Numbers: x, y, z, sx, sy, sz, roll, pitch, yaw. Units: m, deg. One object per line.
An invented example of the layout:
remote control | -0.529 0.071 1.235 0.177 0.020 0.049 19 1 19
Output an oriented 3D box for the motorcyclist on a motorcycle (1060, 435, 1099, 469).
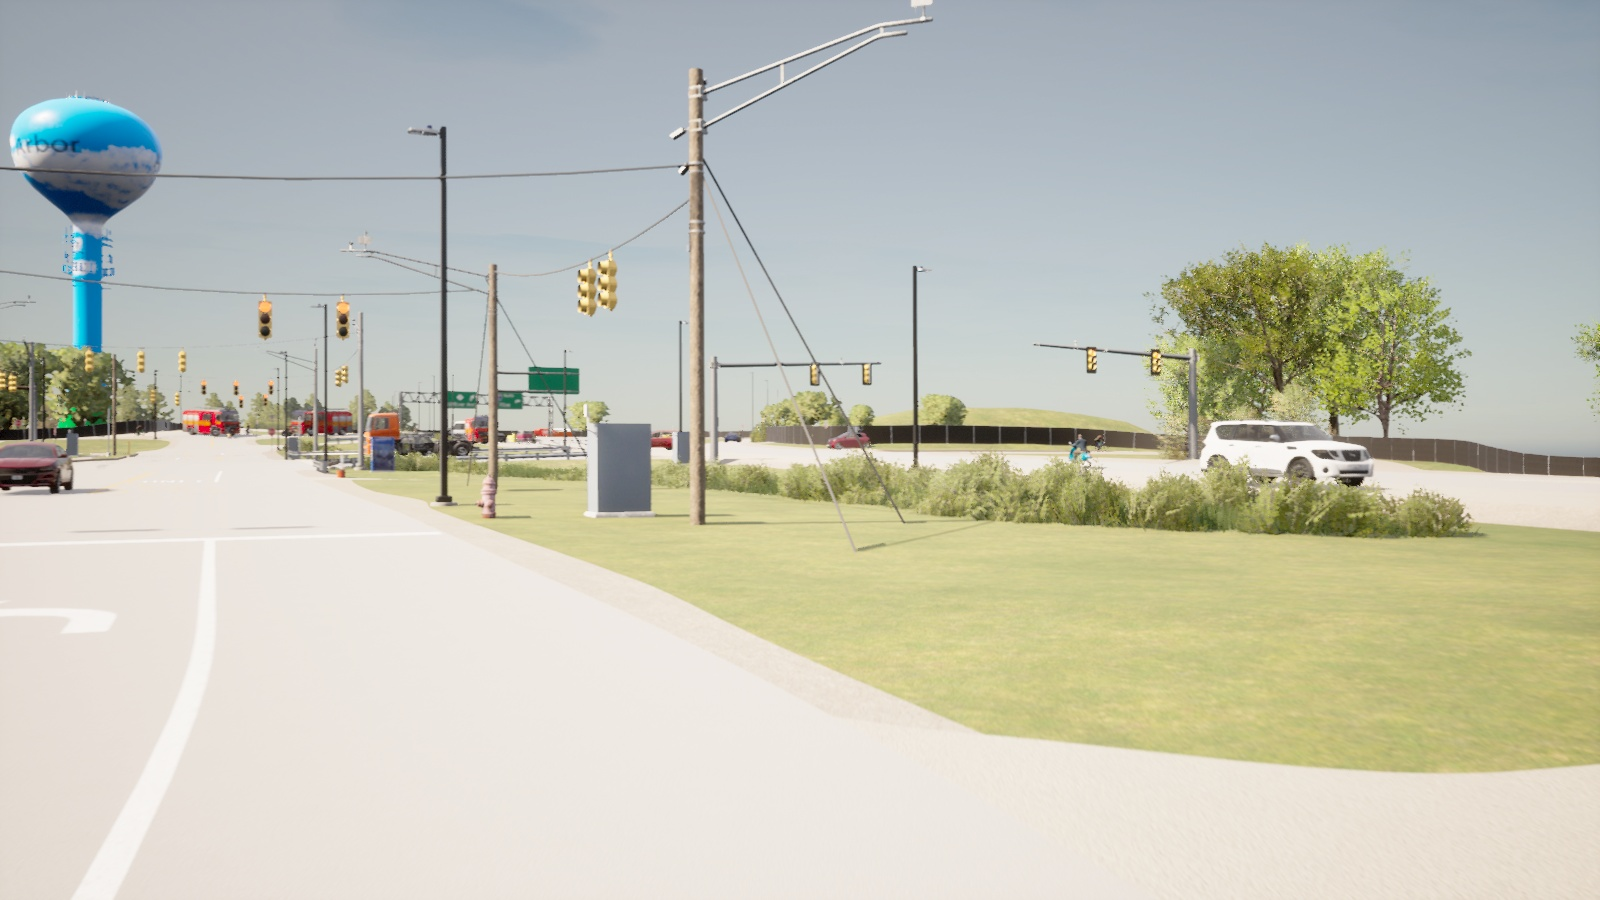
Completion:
motorcyclist on a motorcycle | 13.074 0.080 58.828 0.866 1.590 1.817 0 1 -24

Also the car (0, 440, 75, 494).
car | -23.131 0.466 37.643 1.882 1.535 5.008 0 0 -24

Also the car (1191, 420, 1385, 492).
car | 14.703 0.126 38.239 2.150 2.045 5.566 0 1 -24

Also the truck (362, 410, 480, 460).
truck | -27.861 -1.136 92.428 7.936 3.462 2.891 -1 1 -24
